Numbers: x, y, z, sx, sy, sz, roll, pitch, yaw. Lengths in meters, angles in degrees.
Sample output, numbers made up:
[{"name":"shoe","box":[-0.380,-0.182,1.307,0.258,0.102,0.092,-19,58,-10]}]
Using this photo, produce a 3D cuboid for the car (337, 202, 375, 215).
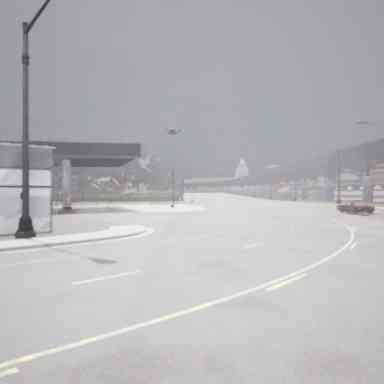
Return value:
[{"name":"car","box":[17.448,1.704,35.726,1.895,1.301,4.718,0,0,-1]}]
